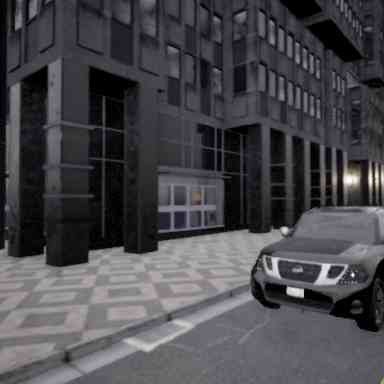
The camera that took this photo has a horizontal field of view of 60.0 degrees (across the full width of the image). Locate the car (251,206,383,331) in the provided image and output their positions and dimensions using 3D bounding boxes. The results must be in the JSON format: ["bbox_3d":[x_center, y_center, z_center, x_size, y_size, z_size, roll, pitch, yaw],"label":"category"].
[{"bbox_3d":[3.541,1.376,7.694,2.150,2.045,5.566,-1,-2,41],"label":"car"}]
